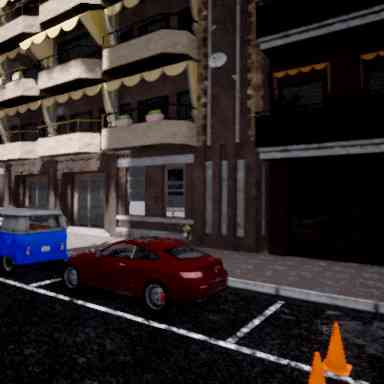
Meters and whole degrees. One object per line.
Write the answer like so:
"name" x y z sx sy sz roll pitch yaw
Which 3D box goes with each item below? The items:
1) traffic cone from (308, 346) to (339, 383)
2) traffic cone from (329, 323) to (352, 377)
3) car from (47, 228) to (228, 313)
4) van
"traffic cone" 1.332 2.009 3.552 0.340 0.580 0.340 0 -1 34
"traffic cone" 1.891 2.022 4.381 0.340 0.580 0.340 0 -1 34
"car" -1.211 1.660 7.644 4.206 1.307 1.802 0 -1 34
"van" -5.794 1.418 10.742 3.998 1.788 1.690 0 -1 34
